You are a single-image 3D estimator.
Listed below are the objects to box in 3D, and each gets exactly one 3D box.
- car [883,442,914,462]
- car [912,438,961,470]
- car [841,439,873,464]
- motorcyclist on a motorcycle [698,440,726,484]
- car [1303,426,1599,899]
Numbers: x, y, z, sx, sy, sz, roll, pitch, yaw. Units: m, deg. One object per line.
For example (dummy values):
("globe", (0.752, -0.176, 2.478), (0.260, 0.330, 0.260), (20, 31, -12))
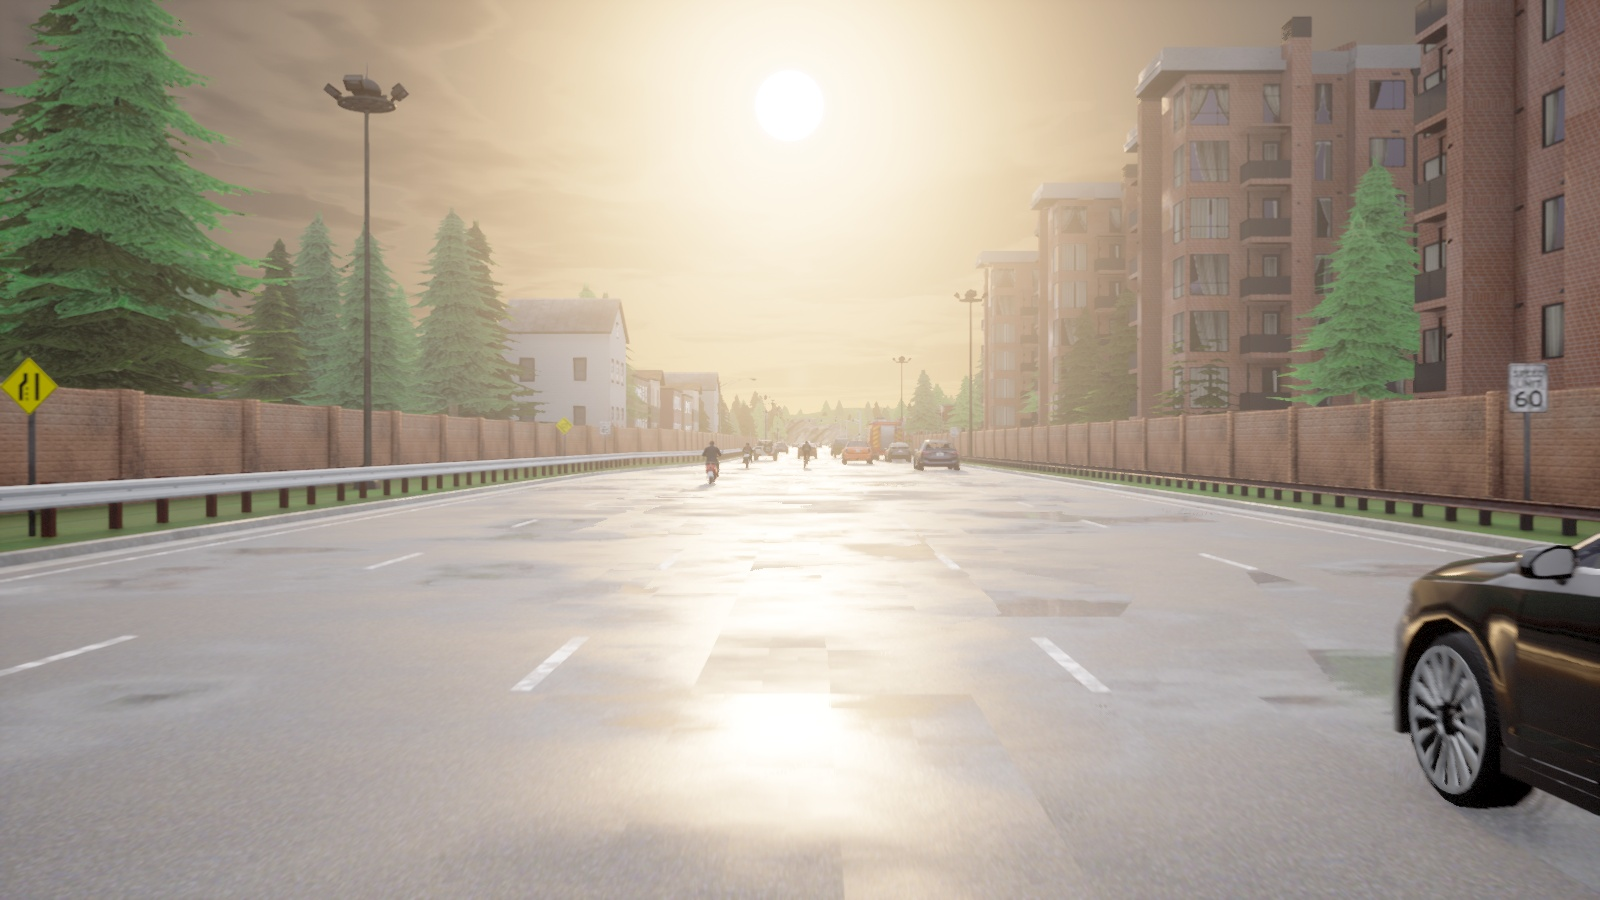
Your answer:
("car", (7.568, 0.154, 96.777), (2.007, 1.525, 4.514), (0, 0, 0))
("car", (7.407, 0.210, 68.574), (2.242, 1.667, 4.611), (0, 0, 0))
("car", (4.026, 0.104, 89.375), (2.097, 1.767, 4.553), (0, 0, 0))
("motorcyclist on a motorcycle", (-3.221, 0.437, 46.167), (0.866, 1.590, 1.817), (0, 0, 0))
("car", (3.537, 0.684, 3.743), (2.128, 1.511, 4.902), (0, 0, 0))
